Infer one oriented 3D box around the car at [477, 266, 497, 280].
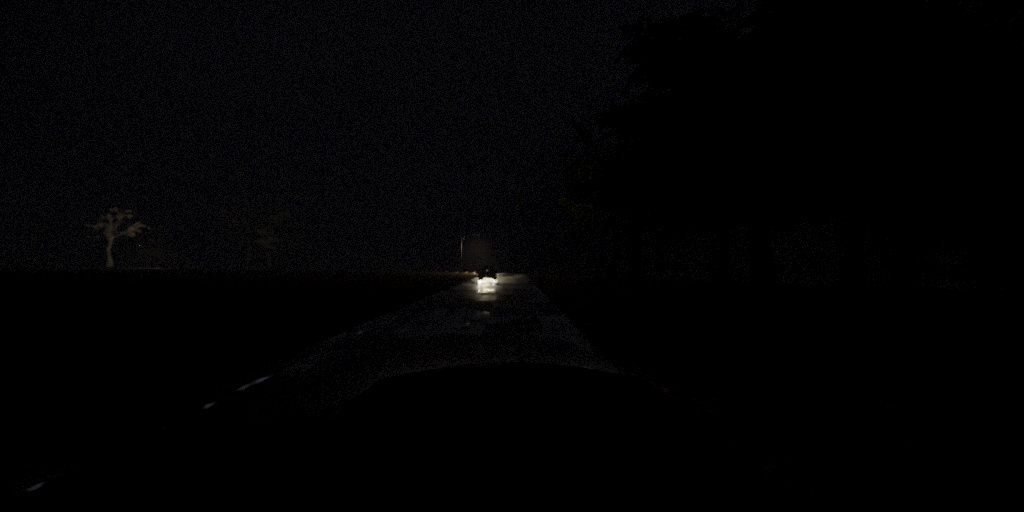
[{"bbox_3d":[-2.723,1.894,40.306,1.837,1.490,4.892,0,-1,0],"label":"car"}]
